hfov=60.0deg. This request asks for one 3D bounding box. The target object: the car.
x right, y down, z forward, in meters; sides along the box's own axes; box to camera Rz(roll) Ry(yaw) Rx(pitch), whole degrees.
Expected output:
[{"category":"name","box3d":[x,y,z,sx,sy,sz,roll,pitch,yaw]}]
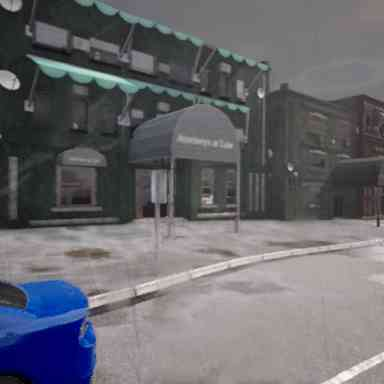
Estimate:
[{"category":"car","box3d":[-3.310,1.461,2.558,5.008,1.535,1.882,1,0,-36]}]
